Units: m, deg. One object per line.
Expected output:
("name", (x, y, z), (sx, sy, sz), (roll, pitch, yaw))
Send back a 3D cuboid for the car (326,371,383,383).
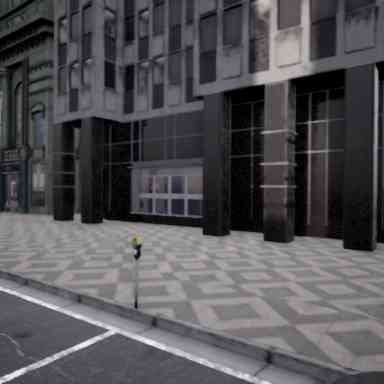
("car", (2.552, 1.561, 1.139), (4.403, 1.369, 2.008), (0, 0, 36))
